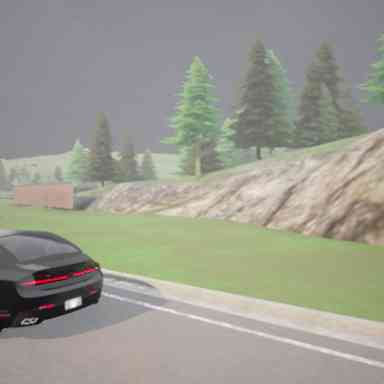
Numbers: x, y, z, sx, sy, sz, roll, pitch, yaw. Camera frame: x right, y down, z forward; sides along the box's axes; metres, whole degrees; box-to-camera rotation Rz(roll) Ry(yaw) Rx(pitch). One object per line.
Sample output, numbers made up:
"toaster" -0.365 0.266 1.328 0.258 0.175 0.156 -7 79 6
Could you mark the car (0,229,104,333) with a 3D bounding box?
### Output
"car" -3.848 1.510 6.645 4.892 1.490 1.837 0 0 35
